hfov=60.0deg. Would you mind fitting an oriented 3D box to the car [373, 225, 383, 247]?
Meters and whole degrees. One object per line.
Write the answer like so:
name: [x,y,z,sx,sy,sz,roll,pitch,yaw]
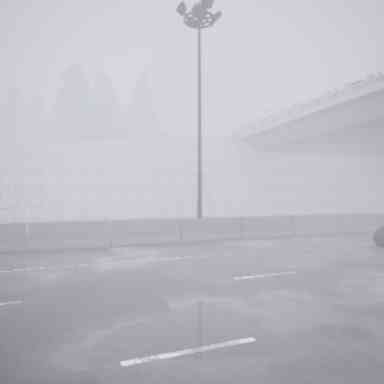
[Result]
car: [10.103,1.768,14.679,4.181,1.385,1.994,0,-1,-22]
